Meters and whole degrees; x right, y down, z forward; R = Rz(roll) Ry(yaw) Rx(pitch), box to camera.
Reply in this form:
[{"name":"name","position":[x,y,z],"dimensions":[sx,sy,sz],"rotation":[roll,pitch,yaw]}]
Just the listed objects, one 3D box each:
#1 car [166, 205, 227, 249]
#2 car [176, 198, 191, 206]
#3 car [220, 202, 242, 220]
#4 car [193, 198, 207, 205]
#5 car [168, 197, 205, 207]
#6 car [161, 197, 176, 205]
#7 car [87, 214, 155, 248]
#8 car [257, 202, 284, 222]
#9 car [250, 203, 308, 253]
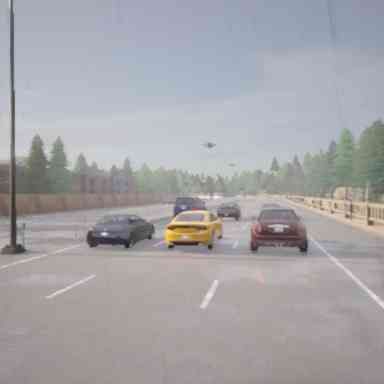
[{"name":"car","position":[0.249,1.589,15.290],"dimensions":[1.882,1.535,5.008],"rotation":[-1,0,12]},{"name":"car","position":[-1.706,2.083,72.197],"dimensions":[2.128,1.511,4.902],"rotation":[-1,0,12]},{"name":"car","position":[3.352,1.668,29.708],"dimensions":[2.128,1.511,4.902],"rotation":[-1,0,12]},{"name":"car","position":[1.713,2.046,71.451],"dimensions":[2.033,1.411,5.357],"rotation":[-1,0,12]},{"name":"car","position":[-0.130,1.443,30.197],"dimensions":[2.150,2.045,5.566],"rotation":[-1,0,12]},{"name":"car","position":[-5.121,1.964,72.974],"dimensions":[2.097,1.767,4.553],"rotation":[-1,0,12]},{"name":"car","position":[-3.221,1.725,15.798],"dimensions":[1.994,1.385,4.181],"rotation":[-1,0,12]},{"name":"car","position":[6.705,1.671,28.668],"dimensions":[2.033,1.411,5.357],"rotation":[-1,0,12]},{"name":"car","position":[3.592,1.408,14.202],"dimensions":[2.097,1.767,4.553],"rotation":[-1,-1,12]}]
